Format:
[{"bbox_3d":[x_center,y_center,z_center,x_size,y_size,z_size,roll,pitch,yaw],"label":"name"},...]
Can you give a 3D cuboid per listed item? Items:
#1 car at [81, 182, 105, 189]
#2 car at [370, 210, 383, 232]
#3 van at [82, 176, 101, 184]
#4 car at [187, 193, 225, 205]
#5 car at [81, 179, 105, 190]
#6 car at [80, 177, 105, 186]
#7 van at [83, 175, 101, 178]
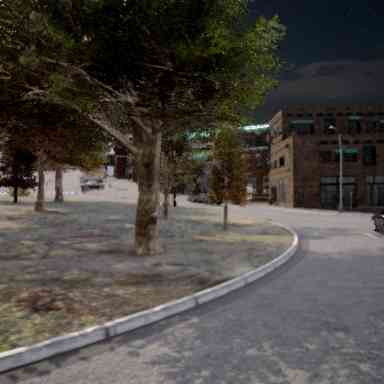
[{"bbox_3d":[-22.152,-1.542,74.421,4.674,1.452,2.002,-2,6,-37],"label":"car"},{"bbox_3d":[10.593,1.464,16.747,1.837,1.490,4.892,0,0,10],"label":"car"},{"bbox_3d":[-26.742,-3.144,88.809,4.442,1.987,1.878,-2,6,-37],"label":"van"},{"bbox_3d":[1.861,0.876,42.745,5.357,1.411,2.033,3,2,42],"label":"car"},{"bbox_3d":[-21.261,-1.313,71.520,4.892,1.521,2.231,-2,6,-37],"label":"car"},{"bbox_3d":[-24.868,-2.635,83.066,5.566,2.045,2.435,-2,6,-37],"label":"car"},{"bbox_3d":[-23.857,-2.346,80.265,4.442,1.987,1.878,-2,6,-37],"label":"van"}]
